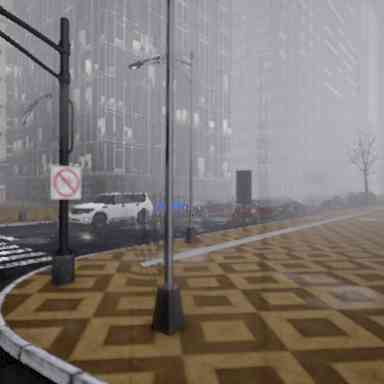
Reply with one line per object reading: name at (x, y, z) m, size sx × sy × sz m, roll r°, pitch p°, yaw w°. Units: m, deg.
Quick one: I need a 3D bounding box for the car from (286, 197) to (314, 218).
car at (7.991, 1.320, 27.179) m, size 1.947 × 1.339 × 4.313 m, roll 1°, pitch 1°, yaw 39°

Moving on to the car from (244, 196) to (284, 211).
car at (7.967, 1.213, 36.408) m, size 2.033 × 1.411 × 5.357 m, roll 0°, pitch 1°, yaw 39°

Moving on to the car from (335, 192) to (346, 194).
car at (18.966, 1.115, 44.837) m, size 1.812 × 1.442 × 4.674 m, roll 0°, pitch 1°, yaw 39°

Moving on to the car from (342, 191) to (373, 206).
car at (22.326, 0.905, 44.847) m, size 2.192 × 1.841 × 5.009 m, roll 1°, pitch 1°, yaw 39°

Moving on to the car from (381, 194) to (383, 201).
car at (33.221, 0.992, 58.205) m, size 1.752 × 1.417 × 4.829 m, roll 1°, pitch 1°, yaw 39°

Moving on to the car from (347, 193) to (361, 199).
car at (37.422, 0.860, 76.612) m, size 1.947 × 1.339 × 4.313 m, roll 1°, pitch 1°, yaw 39°

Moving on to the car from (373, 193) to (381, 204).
car at (25.923, 0.865, 49.255) m, size 2.192 × 1.841 × 5.009 m, roll 1°, pitch 1°, yaw 39°

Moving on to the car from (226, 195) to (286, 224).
car at (4.439, 1.235, 22.734) m, size 1.967 × 1.590 × 4.097 m, roll 1°, pitch 1°, yaw 39°

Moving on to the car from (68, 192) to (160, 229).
car at (-4.869, 1.034, 20.687) m, size 2.150 × 2.045 × 5.566 m, roll 0°, pitch 1°, yaw 39°

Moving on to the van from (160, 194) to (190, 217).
van at (-2.229, 1.082, 28.199) m, size 1.690 × 1.788 × 3.998 m, roll 1°, pitch 1°, yaw 39°

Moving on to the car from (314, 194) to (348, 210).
car at (15.132, 1.254, 36.035) m, size 1.802 × 1.307 × 4.206 m, roll 1°, pitch 1°, yaw 39°

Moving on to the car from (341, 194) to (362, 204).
car at (25.162, 1.083, 52.441) m, size 1.994 × 1.385 × 4.181 m, roll 0°, pitch 1°, yaw 39°

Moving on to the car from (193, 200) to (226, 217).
car at (1.398, 1.341, 28.368) m, size 1.895 × 1.301 × 4.718 m, roll 0°, pitch 1°, yaw 39°

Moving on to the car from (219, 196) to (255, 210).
car at (5.048, 1.204, 36.947) m, size 1.887 × 1.381 × 4.507 m, roll 1°, pitch 1°, yaw 39°

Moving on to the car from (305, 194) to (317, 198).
car at (19.440, 1.063, 54.571) m, size 1.947 × 1.339 × 4.313 m, roll 1°, pitch 1°, yaw 39°
